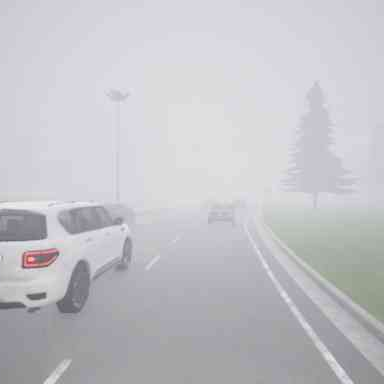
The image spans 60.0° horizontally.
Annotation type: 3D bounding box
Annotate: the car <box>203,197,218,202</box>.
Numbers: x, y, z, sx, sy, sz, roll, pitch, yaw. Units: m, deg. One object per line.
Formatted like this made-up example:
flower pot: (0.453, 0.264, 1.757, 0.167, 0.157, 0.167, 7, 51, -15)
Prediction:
car: (2.593, 1.416, 42.820, 1.882, 1.535, 5.008, 0, 0, 12)

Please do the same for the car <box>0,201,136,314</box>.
car: (-3.007, 1.203, 7.741, 2.150, 2.045, 5.566, 0, 0, 4)

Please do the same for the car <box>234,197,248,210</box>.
car: (6.039, 1.451, 42.194, 1.837, 1.490, 4.892, 0, 0, 12)

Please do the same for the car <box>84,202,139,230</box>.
car: (-5.102, 1.460, 21.865, 1.837, 1.490, 4.892, 0, 0, 8)

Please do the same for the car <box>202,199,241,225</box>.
car: (2.254, 1.514, 23.948, 2.033, 1.411, 5.357, 0, 0, 10)
